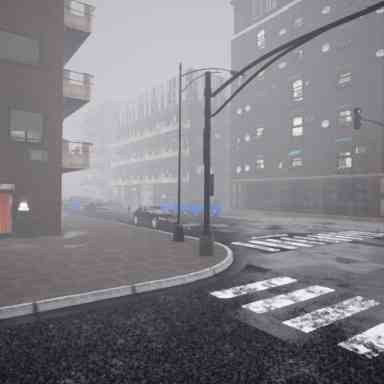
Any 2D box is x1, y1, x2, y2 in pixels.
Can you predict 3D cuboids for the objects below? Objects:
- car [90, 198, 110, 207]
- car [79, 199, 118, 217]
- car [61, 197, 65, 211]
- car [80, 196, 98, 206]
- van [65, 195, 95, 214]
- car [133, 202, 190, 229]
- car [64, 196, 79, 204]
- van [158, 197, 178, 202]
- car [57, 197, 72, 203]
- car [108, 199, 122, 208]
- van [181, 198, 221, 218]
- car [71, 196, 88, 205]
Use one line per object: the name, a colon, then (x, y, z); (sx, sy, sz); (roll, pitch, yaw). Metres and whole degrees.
car: (-14.948, 1.729, 53.732); (1.802, 1.307, 4.206); (1, -1, -35)
car: (-8.727, 1.591, 30.839); (1.802, 1.307, 4.206); (1, -1, -35)
car: (-15.080, 1.580, 40.048); (2.008, 1.369, 4.403); (1, -1, -35)
car: (-18.124, 1.596, 58.338); (1.967, 1.590, 4.097); (1, -1, -35)
van: (-11.902, 1.360, 35.445); (1.690, 1.788, 3.998); (1, -1, -35)
car: (-2.373, 1.539, 21.629); (2.008, 1.369, 4.403); (1, -1, -35)
car: (-24.477, 1.613, 67.548); (1.967, 1.590, 4.097); (1, -1, -35)
van: (-2.239, 1.449, 35.315); (1.690, 1.788, 3.998); (1, -1, -35)
car: (-27.655, 1.726, 72.152); (1.887, 1.381, 4.507); (1, -1, -35)
car: (-11.771, 1.682, 49.128); (1.887, 1.381, 4.507); (1, -1, -35)
van: (0.938, 1.438, 30.710); (1.690, 1.788, 3.998); (1, -1, -35)
car: (-21.300, 1.604, 62.943); (1.967, 1.590, 4.097); (1, -1, -35)
